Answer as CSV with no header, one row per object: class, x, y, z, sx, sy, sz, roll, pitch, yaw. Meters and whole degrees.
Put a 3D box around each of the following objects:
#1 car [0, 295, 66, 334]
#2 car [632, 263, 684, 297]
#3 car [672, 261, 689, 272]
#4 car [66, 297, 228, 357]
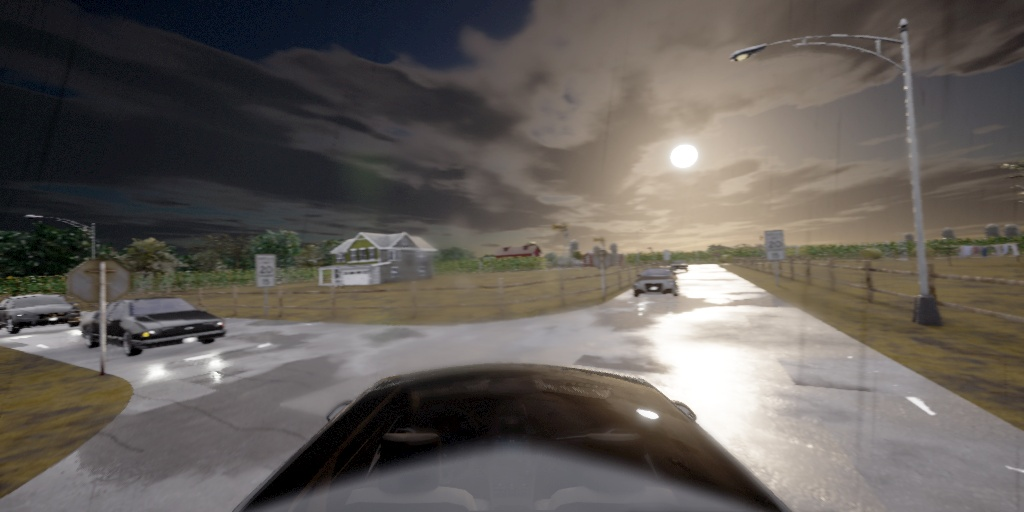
car,-21.139,2.496,15.929,4.892,1.490,1.837,-4,-2,27
car,7.329,1.269,18.077,1.994,1.385,4.181,-4,-1,27
car,19.474,1.192,41.744,1.895,1.301,4.718,-4,-2,27
car,-10.742,1.936,10.617,5.357,1.411,2.033,-3,-2,28
